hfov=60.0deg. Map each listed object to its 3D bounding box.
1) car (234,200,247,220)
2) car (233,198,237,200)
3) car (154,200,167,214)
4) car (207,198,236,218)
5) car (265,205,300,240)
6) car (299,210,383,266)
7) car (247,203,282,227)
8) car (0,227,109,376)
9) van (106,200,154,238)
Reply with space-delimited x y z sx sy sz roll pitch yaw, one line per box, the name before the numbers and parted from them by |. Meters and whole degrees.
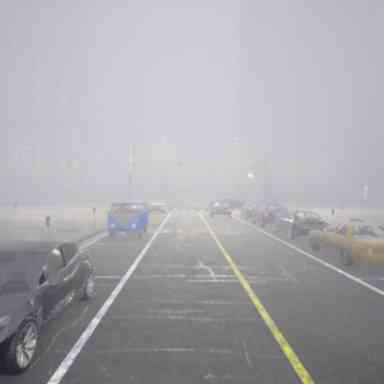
car | 5.169 1.568 28.263 2.008 1.369 4.403 0 0 -1
car | 4.924 1.478 43.309 5.008 1.535 1.882 0 0 -41
car | -3.465 1.470 33.733 2.008 1.369 4.403 0 0 -1
car | 2.451 1.533 30.172 2.033 1.411 5.357 1 0 -1
car | 5.392 1.587 16.983 2.008 1.369 4.403 0 0 -1
car | 5.500 1.570 11.513 1.752 1.417 4.829 0 0 -1
car | 5.281 1.467 22.623 1.967 1.590 4.097 0 0 -1
car | -2.909 1.530 5.534 1.947 1.339 4.313 0 0 -1
van | -3.130 1.289 16.813 1.690 1.788 3.998 0 0 -1
